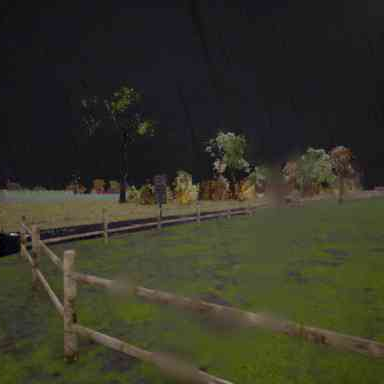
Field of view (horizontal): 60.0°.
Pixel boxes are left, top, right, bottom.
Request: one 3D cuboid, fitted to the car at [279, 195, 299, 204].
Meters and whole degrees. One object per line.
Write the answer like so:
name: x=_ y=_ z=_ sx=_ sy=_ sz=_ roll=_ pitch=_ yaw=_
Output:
car: x=14.459 y=1.098 z=49.659 sx=1.994 sy=1.385 sz=4.181 roll=-2 pitch=0 yaw=35
